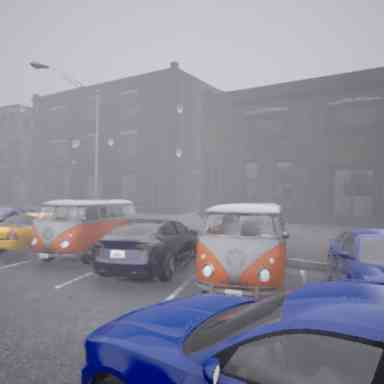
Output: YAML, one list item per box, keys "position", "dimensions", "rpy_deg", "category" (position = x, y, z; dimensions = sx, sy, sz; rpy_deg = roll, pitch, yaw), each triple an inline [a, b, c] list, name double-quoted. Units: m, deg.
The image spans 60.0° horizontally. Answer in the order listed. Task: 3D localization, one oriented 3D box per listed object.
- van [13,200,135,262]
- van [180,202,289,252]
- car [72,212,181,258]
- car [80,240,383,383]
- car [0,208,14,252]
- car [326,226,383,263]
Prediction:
- position: [-3.584, 1.247, 11.512]
  dimensions: [1.878, 1.987, 4.442]
  rpy_deg: [1, -1, 15]
  category: "van"
- position: [1.328, 1.253, 8.023]
  dimensions: [1.878, 1.987, 4.442]
  rpy_deg: [1, -1, 15]
  category: "van"
- position: [-1.097, 1.507, 9.910]
  dimensions: [2.163, 1.488, 4.792]
  rpy_deg: [0, -1, 15]
  category: "car"
- position: [1.221, 1.478, 2.507]
  dimensions: [5.008, 1.535, 1.882]
  rpy_deg: [0, 0, 35]
  category: "car"
- position: [-5.977, 1.470, 13.543]
  dimensions: [1.946, 1.575, 5.366]
  rpy_deg: [0, -1, 15]
  category: "car"
- position: [3.804, 1.483, 6.390]
  dimensions: [2.097, 1.535, 5.008]
  rpy_deg: [1, -1, 16]
  category: "car"
